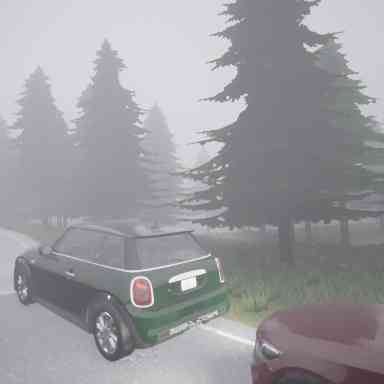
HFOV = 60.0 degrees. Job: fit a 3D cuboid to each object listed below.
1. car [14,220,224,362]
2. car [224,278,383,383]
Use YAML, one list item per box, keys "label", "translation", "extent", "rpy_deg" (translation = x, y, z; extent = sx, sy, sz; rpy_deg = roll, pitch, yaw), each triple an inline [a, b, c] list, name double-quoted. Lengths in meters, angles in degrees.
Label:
- label: "car"
  translation: [-1.575, 1.308, 6.213]
  extent: [4.553, 1.767, 2.097]
  rpy_deg: [1, 1, 44]
- label: "car"
  translation: [2.754, 1.531, 2.592]
  extent: [4.674, 1.442, 1.812]
  rpy_deg: [1, 0, 36]
